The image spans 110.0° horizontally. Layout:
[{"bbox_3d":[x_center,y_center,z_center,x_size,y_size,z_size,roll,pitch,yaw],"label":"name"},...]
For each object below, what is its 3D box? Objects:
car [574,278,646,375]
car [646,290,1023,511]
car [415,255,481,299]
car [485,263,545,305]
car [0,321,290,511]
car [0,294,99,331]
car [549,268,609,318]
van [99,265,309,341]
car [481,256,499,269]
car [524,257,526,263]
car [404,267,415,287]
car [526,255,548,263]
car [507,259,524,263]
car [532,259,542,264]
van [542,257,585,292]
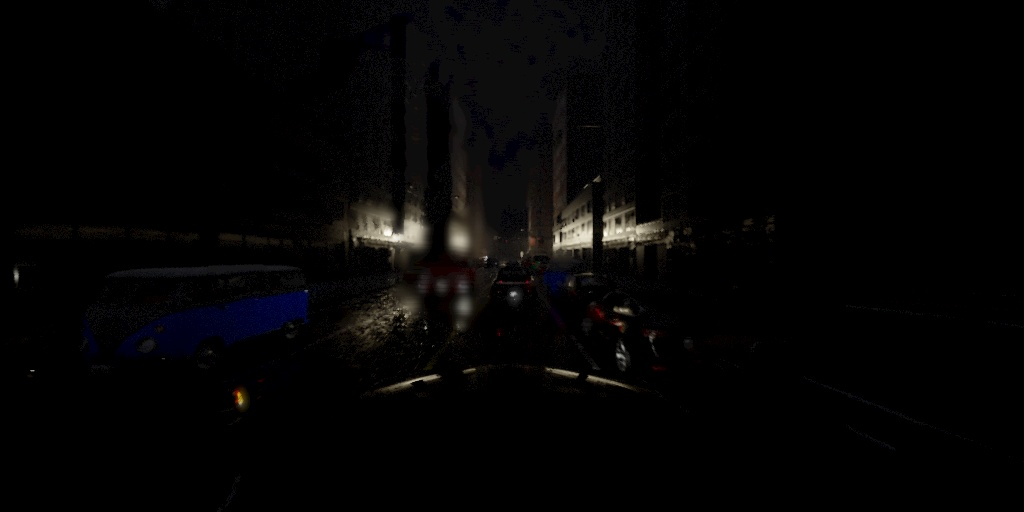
[{"bbox_3d":[2.669,1.315,7.207,1.948,1.339,4.313,0,0,0],"label":"car"},{"bbox_3d":[2.668,1.065,1.623,2.192,1.841,5.009,0,0,0],"label":"car"},{"bbox_3d":[-3.062,0.964,18.499,2.150,2.045,5.566,0,0,0],"label":"car"},{"bbox_3d":[0.100,1.234,16.060,2.128,1.511,4.902,0,0,0],"label":"car"},{"bbox_3d":[-3.088,1.314,1.202,1.994,1.385,4.181,0,0,1],"label":"car"},{"bbox_3d":[-5.857,1.064,1.607,2.192,1.841,5.009,0,0,0],"label":"car"},{"bbox_3d":[2.669,1.296,12.793,2.007,1.370,4.403,0,0,0],"label":"car"},{"bbox_3d":[-5.857,1.089,7.193,1.690,1.789,3.998,0,0,0],"label":"van"},{"bbox_3d":[-3.058,1.040,54.338,2.097,1.767,4.553,0,0,0],"label":"car"},{"bbox_3d":[2.670,1.007,51.889,2.192,1.841,5.009,0,0,0],"label":"car"},{"bbox_3d":[-5.856,1.278,23.953,1.888,1.381,4.507,0,0,0],"label":"car"},{"bbox_3d":[3.108,0.932,40.305,2.150,2.045,5.566,0,0,0],"label":"car"},{"bbox_3d":[0.101,1.271,42.245,1.994,1.385,4.181,0,0,0],"label":"car"},{"bbox_3d":[3.150,1.246,33.276,1.812,1.442,4.674,0,0,0],"label":"car"},{"bbox_3d":[2.669,1.081,18.379,1.690,1.789,3.998,0,0,0],"label":"van"}]
